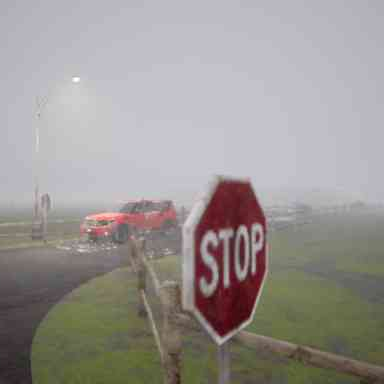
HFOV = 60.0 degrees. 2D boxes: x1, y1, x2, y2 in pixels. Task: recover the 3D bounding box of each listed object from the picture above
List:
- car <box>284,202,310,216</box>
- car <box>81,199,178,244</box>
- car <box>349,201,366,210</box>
[{"bbox_3d":[12.294,1.937,38.679,2.128,1.511,4.902,0,-1,36],"label":"car"},{"bbox_3d":[-3.085,1.428,17.619,2.150,2.045,5.566,0,0,37],"label":"car"},{"bbox_3d":[26.332,2.132,53.017,1.837,1.490,4.892,0,-1,36],"label":"car"}]
